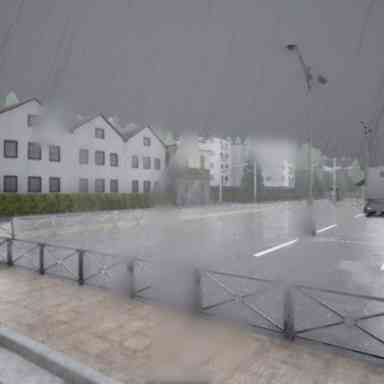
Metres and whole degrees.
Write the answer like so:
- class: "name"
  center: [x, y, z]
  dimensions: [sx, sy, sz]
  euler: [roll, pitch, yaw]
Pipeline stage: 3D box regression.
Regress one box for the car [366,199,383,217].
- class: "car"
  center: [15.331, 1.298, 26.877]
  dimensions: [2.007, 1.523, 4.514]
  euler: [0, 0, 35]
